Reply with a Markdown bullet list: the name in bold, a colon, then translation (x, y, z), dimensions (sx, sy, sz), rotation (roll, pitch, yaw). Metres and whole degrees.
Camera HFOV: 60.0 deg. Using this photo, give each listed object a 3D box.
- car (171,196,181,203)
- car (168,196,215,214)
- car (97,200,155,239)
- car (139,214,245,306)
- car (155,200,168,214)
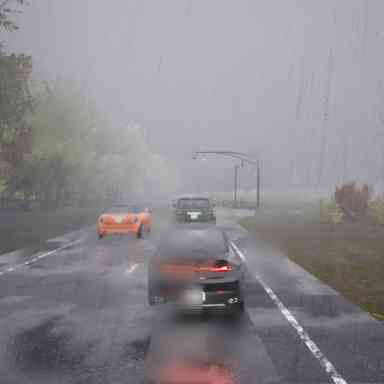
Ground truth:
- **car**: translation (-3.442, 1.600, 72.194), dimensions (1.895, 1.301, 4.718), rotation (0, 0, 0)
- **car**: translation (0.105, 1.226, 17.911), dimensions (2.150, 2.045, 5.566), rotation (0, 0, 0)
- **car**: translation (-3.399, 1.356, 17.538), dimensions (2.097, 1.767, 4.553), rotation (0, 0, 0)
- **car**: translation (0.098, 1.507, 8.008), dimensions (1.837, 1.490, 4.892), rotation (0, 0, 1)
- **car**: translation (-3.393, 1.554, 34.409), dimensions (2.033, 1.411, 5.357), rotation (0, 0, 0)
